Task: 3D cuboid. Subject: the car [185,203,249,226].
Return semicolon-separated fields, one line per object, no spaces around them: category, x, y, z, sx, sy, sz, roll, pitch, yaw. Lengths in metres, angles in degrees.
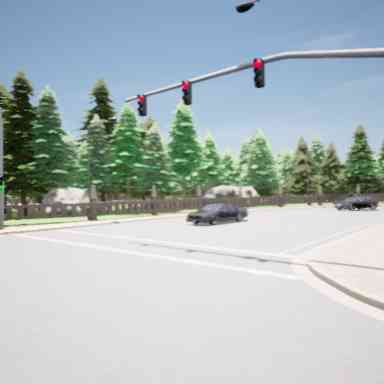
car;1.923;1.506;23.669;2.033;1.411;5.357;-1;0;43

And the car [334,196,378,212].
car;17.116;1.196;34.677;4.902;1.511;2.128;-1;0;-22
